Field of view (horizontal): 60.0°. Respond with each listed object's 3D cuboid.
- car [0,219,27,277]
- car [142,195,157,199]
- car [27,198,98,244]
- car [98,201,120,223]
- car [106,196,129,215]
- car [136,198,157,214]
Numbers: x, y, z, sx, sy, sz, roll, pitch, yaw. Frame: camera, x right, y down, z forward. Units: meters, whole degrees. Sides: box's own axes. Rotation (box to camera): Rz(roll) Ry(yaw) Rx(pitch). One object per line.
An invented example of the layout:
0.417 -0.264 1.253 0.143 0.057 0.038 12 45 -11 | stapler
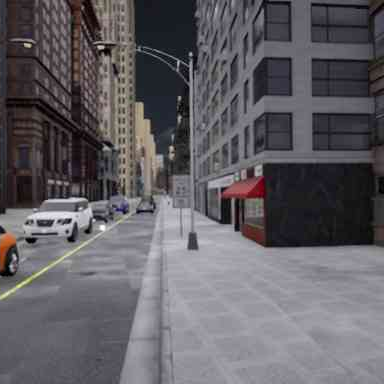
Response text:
-5.804 1.434 7.483 2.097 1.767 4.553 -1 0 -5 | car
-6.363 1.498 48.539 2.150 2.045 5.566 -1 0 -5 | car
-6.673 1.358 17.240 2.150 2.045 5.566 -1 0 -5 | car
-7.587 1.742 27.516 2.033 1.411 5.357 -1 0 -5 | car
-8.503 1.474 38.216 2.150 2.045 5.566 -1 0 -5 | car
-5.408 1.788 38.472 1.994 1.385 4.181 -1 0 -5 | car
